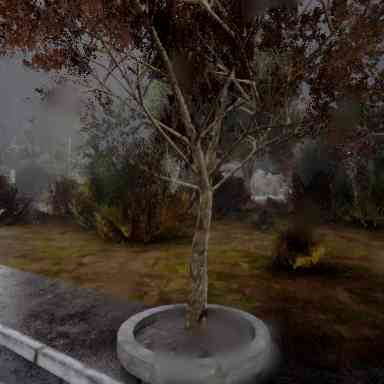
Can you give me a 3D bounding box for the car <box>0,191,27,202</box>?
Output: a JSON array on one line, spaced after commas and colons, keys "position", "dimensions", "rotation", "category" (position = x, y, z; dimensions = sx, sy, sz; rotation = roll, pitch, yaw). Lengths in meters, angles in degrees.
[{"position": [-23.373, 0.894, 42.696], "dimensions": [2.150, 2.045, 5.566], "rotation": [1, 0, 32], "category": "car"}]
